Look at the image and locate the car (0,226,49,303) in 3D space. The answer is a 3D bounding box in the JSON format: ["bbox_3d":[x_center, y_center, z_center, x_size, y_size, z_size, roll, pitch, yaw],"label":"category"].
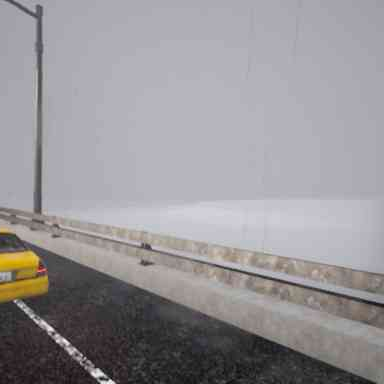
[{"bbox_3d":[-4.917,1.391,7.484,1.801,1.575,5.366,0,0,-42],"label":"car"}]
